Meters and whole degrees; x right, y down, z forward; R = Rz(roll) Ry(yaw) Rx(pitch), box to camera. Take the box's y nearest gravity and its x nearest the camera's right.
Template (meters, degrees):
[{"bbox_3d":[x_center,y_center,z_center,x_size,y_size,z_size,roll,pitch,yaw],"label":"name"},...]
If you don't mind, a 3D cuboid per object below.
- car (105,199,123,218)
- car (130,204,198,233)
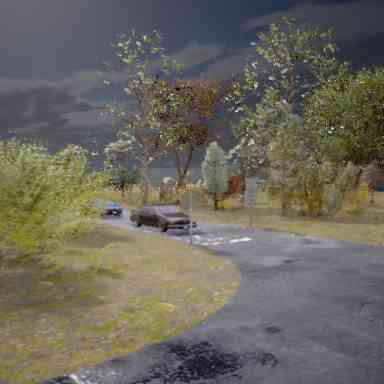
[{"bbox_3d":[-7.357,1.267,27.403,1.882,1.535,5.008,0,1,-35],"label":"car"},{"bbox_3d":[-1.856,1.455,19.698,2.033,1.411,5.357,0,1,-35],"label":"car"}]
